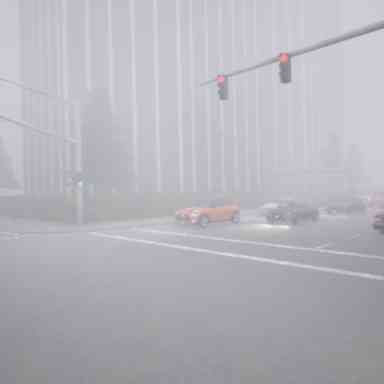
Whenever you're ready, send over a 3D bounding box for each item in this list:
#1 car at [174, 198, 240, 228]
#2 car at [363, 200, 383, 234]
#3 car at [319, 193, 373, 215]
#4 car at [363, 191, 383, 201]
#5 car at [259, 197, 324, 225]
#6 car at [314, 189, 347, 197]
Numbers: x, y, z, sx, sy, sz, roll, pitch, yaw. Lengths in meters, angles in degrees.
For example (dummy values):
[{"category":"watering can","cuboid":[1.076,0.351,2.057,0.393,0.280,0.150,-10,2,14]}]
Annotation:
[{"category":"car","cuboid":[0.989,1.189,21.120,4.553,1.767,2.097,-1,0,-45]},{"category":"car","cuboid":[10.399,1.212,15.697,5.357,1.411,2.033,-1,0,-40]},{"category":"car","cuboid":[13.152,1.091,28.239,5.357,1.411,2.033,-1,0,-45]},{"category":"car","cuboid":[20.335,0.708,35.335,4.553,1.767,2.097,-1,0,-45]},{"category":"car","cuboid":[6.587,1.279,21.736,4.181,1.385,1.994,-2,0,-45]},{"category":"car","cuboid":[14.260,0.711,34.263,2.150,2.045,5.566,-1,0,45]}]
